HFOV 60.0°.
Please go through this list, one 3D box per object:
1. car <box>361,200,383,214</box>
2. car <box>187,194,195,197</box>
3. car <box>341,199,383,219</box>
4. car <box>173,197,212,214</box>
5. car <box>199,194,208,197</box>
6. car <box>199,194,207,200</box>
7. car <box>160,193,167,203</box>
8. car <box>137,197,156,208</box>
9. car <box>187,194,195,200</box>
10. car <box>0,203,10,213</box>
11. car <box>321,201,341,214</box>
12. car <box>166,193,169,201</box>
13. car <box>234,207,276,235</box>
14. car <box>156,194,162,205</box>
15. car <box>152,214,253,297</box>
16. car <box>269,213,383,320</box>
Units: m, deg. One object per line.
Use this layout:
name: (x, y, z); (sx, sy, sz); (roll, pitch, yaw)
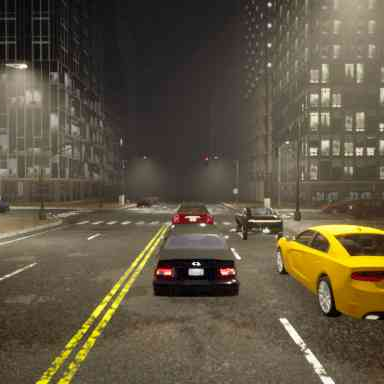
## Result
car: (21.669, 1.643, 36.973); (4.829, 1.417, 1.752); (1, 0, 1)
car: (-0.304, 1.470, 79.775); (1.994, 1.385, 4.181); (0, 0, 0)
car: (16.093, 1.519, 28.665); (5.009, 1.841, 2.192); (1, 0, 1)
car: (0.033, 1.342, 18.047); (2.097, 1.767, 4.553); (0, 0, 0)
car: (2.946, 1.272, 79.756); (2.097, 1.767, 4.553); (0, 0, 0)
car: (2.907, 1.295, 89.822); (1.994, 1.385, 4.181); (0, 0, 0)
car: (-6.772, 1.506, 68.312); (1.994, 1.385, 4.181); (0, 0, 0)
car: (-6.784, 1.567, 48.392); (1.895, 1.301, 4.718); (0, 0, 0)
car: (-0.343, 1.295, 89.810); (1.994, 1.385, 4.181); (0, 0, 0)
car: (-20.035, 1.317, 31.710); (5.008, 1.535, 1.882); (1, 1, 1)
car: (16.029, 1.588, 34.446); (5.008, 1.535, 1.882); (1, 1, 1)
car: (-6.810, 1.143, 80.817); (2.150, 2.045, 5.566); (0, 0, 0)
car: (3.277, 1.482, 16.877); (2.128, 1.511, 4.902); (0, 0, 1)
car: (-6.794, 1.555, 58.317); (1.895, 1.301, 4.718); (0, 0, 0)
car: (0.067, 1.543, 8.733); (2.033, 1.411, 5.357); (0, 0, 0)
car: (3.323, 1.474, 7.461); (1.882, 1.535, 5.008); (0, 0, 0)
